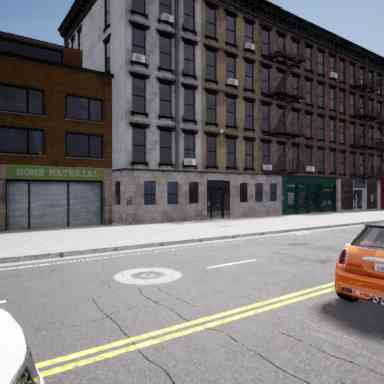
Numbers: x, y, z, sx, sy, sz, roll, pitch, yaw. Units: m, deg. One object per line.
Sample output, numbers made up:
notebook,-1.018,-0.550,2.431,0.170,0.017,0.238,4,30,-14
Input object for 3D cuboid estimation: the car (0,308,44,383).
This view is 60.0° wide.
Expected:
car,-3.427,1.222,1.008,5.566,2.045,2.150,0,0,-36

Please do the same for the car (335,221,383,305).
car,5.088,1.352,7.034,4.553,1.767,2.097,0,0,-35
